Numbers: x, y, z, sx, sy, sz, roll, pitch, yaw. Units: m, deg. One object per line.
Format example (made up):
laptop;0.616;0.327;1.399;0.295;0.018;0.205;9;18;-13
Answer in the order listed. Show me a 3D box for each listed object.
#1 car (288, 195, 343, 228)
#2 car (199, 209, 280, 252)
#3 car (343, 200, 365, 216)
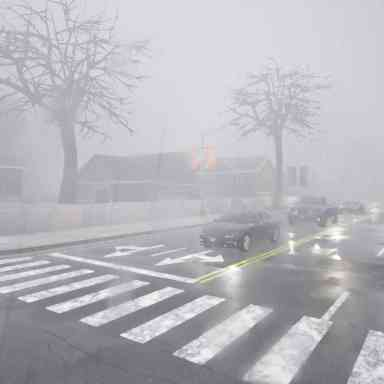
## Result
car;8.428;1.222;22.782;2.150;2.045;5.566;0;0;36
car;2.181;1.508;14.137;1.837;1.490;4.892;0;0;36
car;15.901;1.540;33.085;2.033;1.411;5.357;0;0;36
